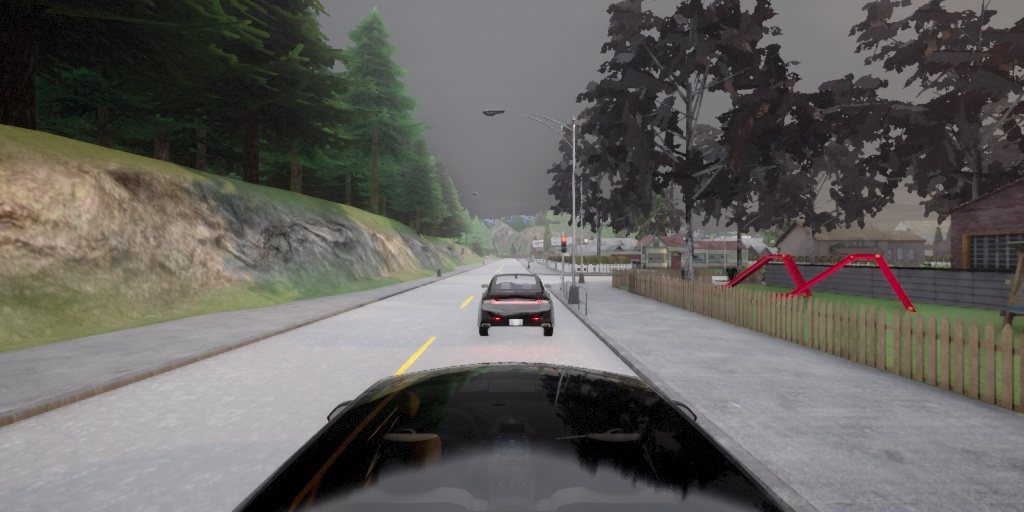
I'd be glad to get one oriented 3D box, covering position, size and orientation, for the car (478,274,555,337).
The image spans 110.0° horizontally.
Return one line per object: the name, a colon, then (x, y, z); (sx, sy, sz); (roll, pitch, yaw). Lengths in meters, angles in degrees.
car: (0.119, 1.246, 10.322); (2.128, 1.511, 4.902); (0, 0, 1)
